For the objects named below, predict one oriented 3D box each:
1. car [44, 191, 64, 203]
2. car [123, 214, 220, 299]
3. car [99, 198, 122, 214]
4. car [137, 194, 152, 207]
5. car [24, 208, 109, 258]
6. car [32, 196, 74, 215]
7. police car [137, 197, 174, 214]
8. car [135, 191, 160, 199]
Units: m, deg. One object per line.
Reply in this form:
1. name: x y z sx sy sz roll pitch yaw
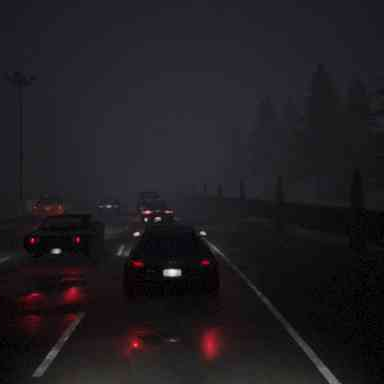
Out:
1. car: -22.868 0.808 55.269 2.097 1.767 4.553 0 1 -10
2. car: -0.538 1.482 8.305 1.994 1.385 4.181 0 1 -5
3. car: -7.480 1.248 30.458 2.033 1.411 5.357 0 1 -10
4. car: -6.235 1.034 43.098 1.801 1.575 5.366 0 0 -10
5. car: -4.428 1.478 12.333 1.895 1.301 4.718 0 1 -8
6. car: -9.902 1.113 24.060 2.097 1.767 4.553 0 0 -10
7. police car: -2.284 1.299 20.958 2.038 1.542 4.974 0 0 -9
8. car: -4.176 0.910 31.768 2.150 2.045 5.566 0 0 -10
